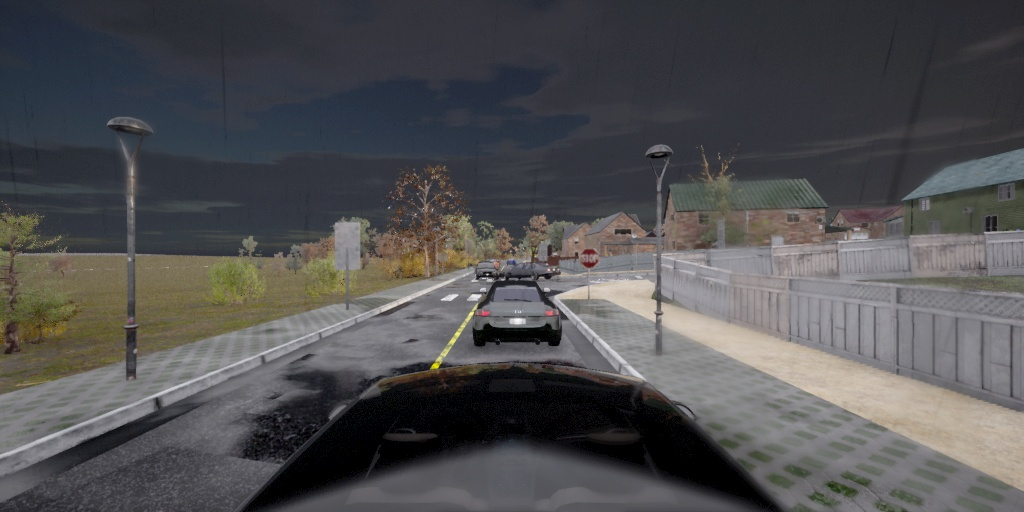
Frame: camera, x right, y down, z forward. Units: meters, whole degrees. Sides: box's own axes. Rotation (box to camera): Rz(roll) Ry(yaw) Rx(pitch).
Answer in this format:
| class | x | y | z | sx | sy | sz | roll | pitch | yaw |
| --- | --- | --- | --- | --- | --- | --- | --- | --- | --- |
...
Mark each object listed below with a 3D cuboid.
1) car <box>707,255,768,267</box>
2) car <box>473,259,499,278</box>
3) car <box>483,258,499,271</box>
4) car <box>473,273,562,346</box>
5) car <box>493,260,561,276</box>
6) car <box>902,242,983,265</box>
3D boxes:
| class | x | y | z | sx | sy | sz | roll | pitch | yaw |
| --- | --- | --- | --- | --- | --- | --- | --- | --- | --- |
| car | 14.344 | 0.413 | 22.801 | 4.181 | 1.385 | 1.994 | -3 | 0 | 16 |
| car | -2.312 | 1.258 | 31.302 | 1.837 | 1.490 | 4.892 | 0 | 0 | -8 |
| car | -2.949 | 1.121 | 51.119 | 2.097 | 1.767 | 4.553 | 0 | 0 | 1 |
| car | 0.086 | 1.313 | 9.381 | 1.994 | 1.385 | 4.181 | 0 | 0 | -1 |
| car | 1.282 | 1.198 | 28.398 | 5.357 | 1.411 | 2.033 | -4 | -3 | 43 |
| car | 23.850 | -0.208 | 20.399 | 4.902 | 1.511 | 2.128 | -3 | 0 | 14 |
